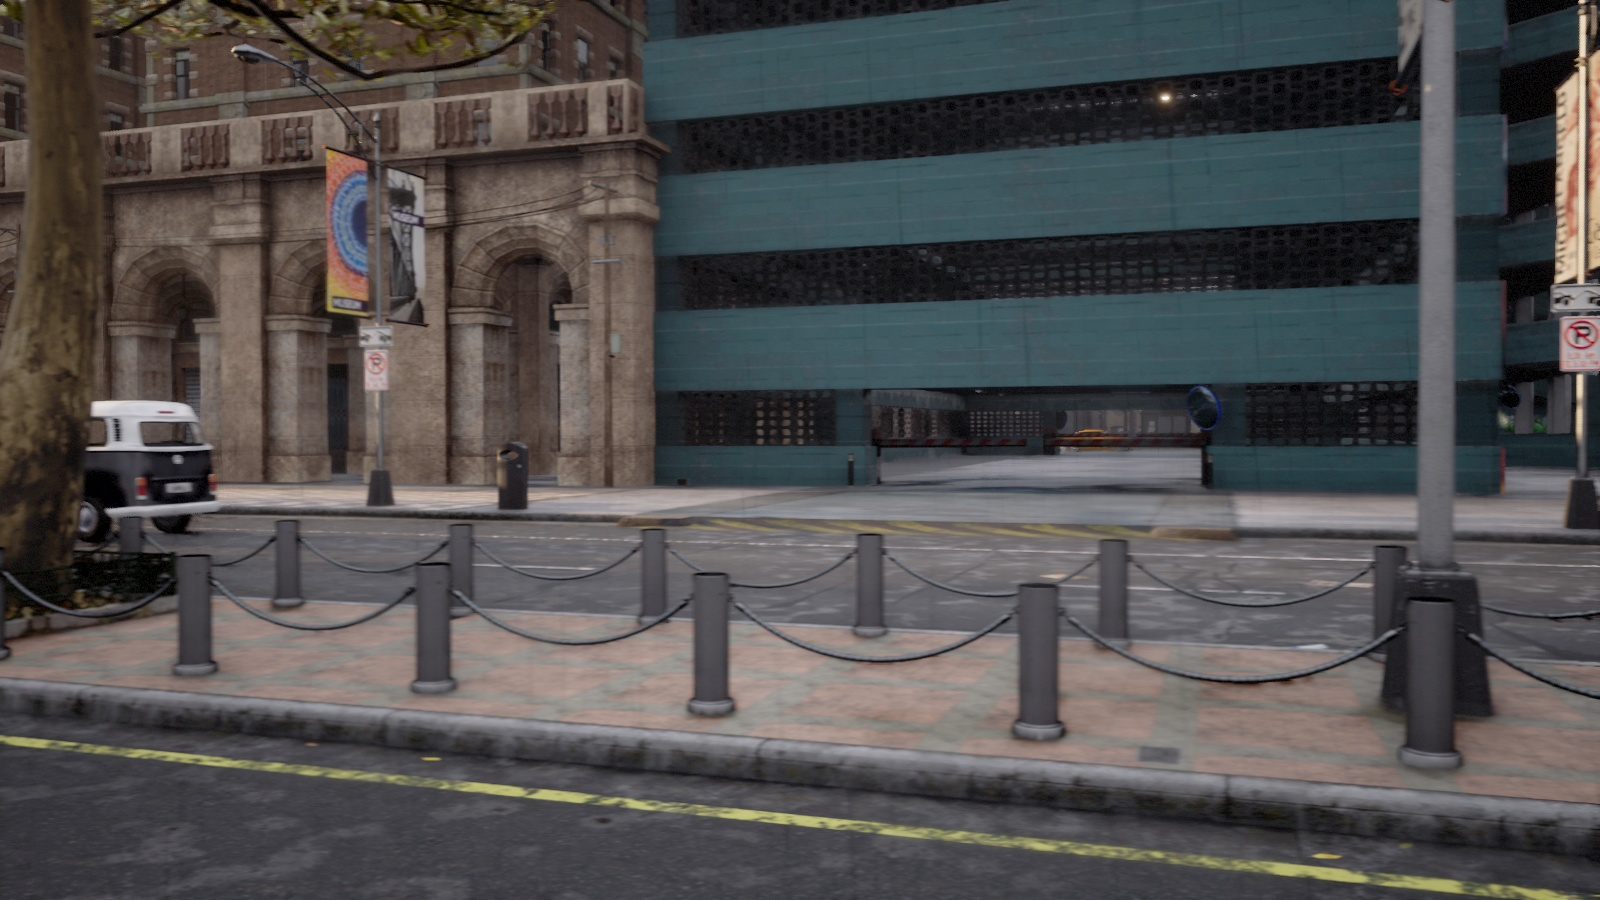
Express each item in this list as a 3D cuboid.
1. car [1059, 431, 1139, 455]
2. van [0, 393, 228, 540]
[{"bbox_3d":[19.835,-0.459,83.285,5.008,1.535,1.882,1,1,18],"label":"car"},{"bbox_3d":[-11.291,0.199,19.124,4.480,2.038,2.069,1,1,19],"label":"van"}]
